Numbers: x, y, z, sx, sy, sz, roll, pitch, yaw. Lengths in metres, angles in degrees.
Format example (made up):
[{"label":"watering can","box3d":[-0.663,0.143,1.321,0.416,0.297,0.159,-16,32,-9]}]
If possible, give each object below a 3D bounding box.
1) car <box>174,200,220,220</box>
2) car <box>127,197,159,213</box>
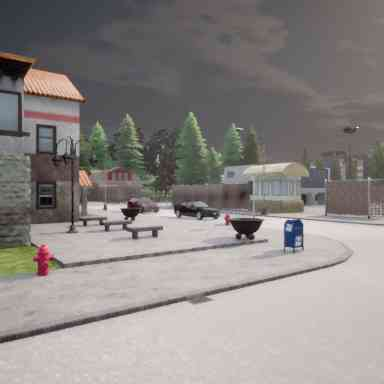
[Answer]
[{"label":"car","box3d":[0.348,1.478,28.479,1.882,1.535,5.008,0,0,-35]},{"label":"car","box3d":[-5.407,1.352,36.597,2.097,1.767,4.553,0,0,-35]}]
